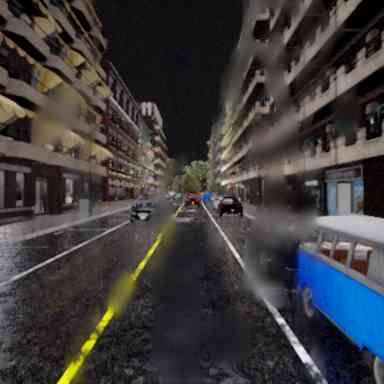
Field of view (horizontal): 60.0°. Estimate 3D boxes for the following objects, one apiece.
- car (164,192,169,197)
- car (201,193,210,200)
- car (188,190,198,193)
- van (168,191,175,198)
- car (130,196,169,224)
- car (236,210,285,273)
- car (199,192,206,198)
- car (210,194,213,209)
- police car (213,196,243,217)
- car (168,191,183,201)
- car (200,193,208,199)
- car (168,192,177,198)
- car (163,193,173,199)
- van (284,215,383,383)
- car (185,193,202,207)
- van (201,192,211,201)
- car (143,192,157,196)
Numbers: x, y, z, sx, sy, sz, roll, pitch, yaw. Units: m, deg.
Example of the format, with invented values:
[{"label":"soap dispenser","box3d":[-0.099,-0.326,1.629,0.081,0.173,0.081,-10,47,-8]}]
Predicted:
[{"label":"car","box3d":[-5.509,0.960,71.307,1.752,1.417,4.829,1,0,0]},{"label":"car","box3d":[2.879,0.959,71.588,1.752,1.417,4.829,1,0,0]},{"label":"car","box3d":[0.156,0.706,63.203,2.150,2.045,5.566,0,0,0]},{"label":"van","box3d":[-5.466,0.643,88.189,1.690,1.788,3.998,1,0,0]},{"label":"car","box3d":[-3.045,1.306,23.140,2.128,1.511,4.902,0,0,0]},{"label":"car","box3d":[2.725,1.469,10.137,2.008,1.369,4.403,1,0,0]},{"label":"car","box3d":[2.891,0.826,93.702,1.947,1.339,4.313,1,0,0]},{"label":"car","box3d":[3.233,1.243,35.591,1.812,1.442,4.674,0,0,0]},{"label":"police car","box3d":[3.202,1.196,28.700,1.930,1.638,5.238,0,0,0]},{"label":"car","box3d":[-2.869,0.984,64.493,2.128,1.511,4.902,0,0,1]},{"label":"car","box3d":[2.877,0.892,82.560,1.887,1.381,4.507,1,0,0]},{"label":"car","box3d":[-5.456,0.809,93.760,2.008,1.369,4.403,1,0,0]},{"label":"car","box3d":[-5.496,0.955,77.048,1.947,1.339,4.313,1,0,0]},{"label":"van","box3d":[2.715,1.304,4.564,1.690,1.788,3.998,1,0,0]},{"label":"car","box3d":[0.111,1.175,44.759,1.812,1.442,4.674,0,0,0]},{"label":"van","box3d":[2.864,0.820,65.845,1.690,1.788,3.998,1,0,0]},{"label":"car","box3d":[-5.572,0.968,43.621,2.192,1.841,5.009,1,0,0]}]
